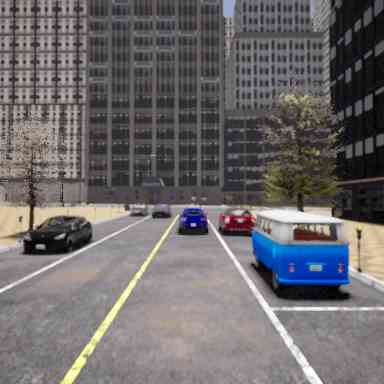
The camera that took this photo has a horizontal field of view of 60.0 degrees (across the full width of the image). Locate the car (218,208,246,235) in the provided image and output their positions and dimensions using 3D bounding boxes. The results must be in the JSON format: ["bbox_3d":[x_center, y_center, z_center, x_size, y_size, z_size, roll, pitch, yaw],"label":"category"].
[{"bbox_3d":[2.679,1.655,20.351,1.967,1.590,4.097,1,-1,0],"label":"car"}]

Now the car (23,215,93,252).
[{"bbox_3d":[-5.698,1.722,14.708,1.947,1.339,4.313,1,-1,0],"label":"car"}]

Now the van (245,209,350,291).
[{"bbox_3d":[2.692,1.438,9.070,1.690,1.788,3.998,1,-1,0],"label":"van"}]

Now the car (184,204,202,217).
[{"bbox_3d":[0.064,1.987,36.896,1.895,1.301,4.718,0,-1,0],"label":"car"}]

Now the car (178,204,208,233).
[{"bbox_3d":[0.077,1.752,21.488,1.812,1.442,4.674,0,-1,0],"label":"car"}]

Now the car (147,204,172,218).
[{"bbox_3d":[-3.051,1.910,34.577,2.033,1.411,5.357,0,-1,0],"label":"car"}]

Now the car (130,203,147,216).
[{"bbox_3d":[-5.848,1.941,37.275,2.008,1.369,4.403,1,-1,0],"label":"car"}]
